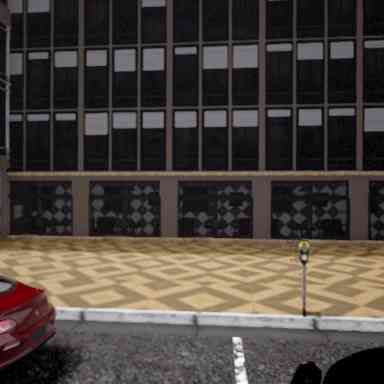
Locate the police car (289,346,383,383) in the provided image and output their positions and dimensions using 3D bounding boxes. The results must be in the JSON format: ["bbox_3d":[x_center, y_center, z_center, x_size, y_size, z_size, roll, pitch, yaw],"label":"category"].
[{"bbox_3d":[3.215,1.442,1.849,5.238,1.638,1.930,0,0,5],"label":"police car"}]

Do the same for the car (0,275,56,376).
[{"bbox_3d":[-3.936,1.584,4.266,4.206,1.307,1.802,0,0,5],"label":"car"}]
